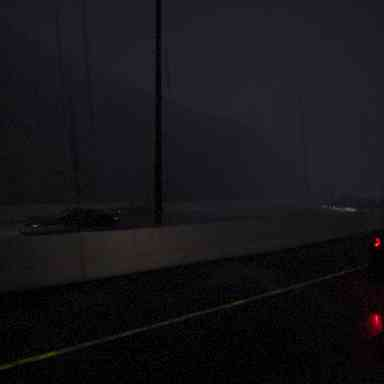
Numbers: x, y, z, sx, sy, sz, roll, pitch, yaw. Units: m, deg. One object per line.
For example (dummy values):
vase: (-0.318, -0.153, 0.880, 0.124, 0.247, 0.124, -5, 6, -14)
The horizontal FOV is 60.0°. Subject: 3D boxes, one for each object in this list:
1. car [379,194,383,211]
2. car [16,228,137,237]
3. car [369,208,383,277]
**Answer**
car: (25.316, 1.248, 41.752, 2.150, 2.045, 5.566, 0, 0, 41)
car: (-4.591, 1.620, 13.762, 4.718, 1.301, 1.895, 0, 0, -37)
car: (6.821, 1.357, 9.129, 4.553, 1.767, 2.097, 0, 0, -38)
